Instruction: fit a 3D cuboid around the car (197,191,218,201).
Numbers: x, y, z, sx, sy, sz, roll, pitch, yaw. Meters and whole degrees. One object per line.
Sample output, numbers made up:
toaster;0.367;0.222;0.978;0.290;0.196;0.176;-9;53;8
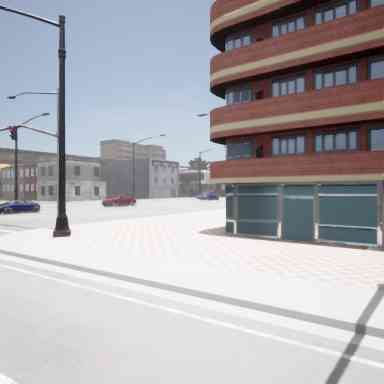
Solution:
car;2.759;0.666;59.547;2.097;1.767;4.553;0;1;37

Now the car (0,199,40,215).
car;-17.218;1.434;32.762;1.994;1.385;4.181;0;1;37

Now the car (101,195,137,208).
car;-9.443;1.153;43.235;1.882;1.535;5.008;0;1;36
